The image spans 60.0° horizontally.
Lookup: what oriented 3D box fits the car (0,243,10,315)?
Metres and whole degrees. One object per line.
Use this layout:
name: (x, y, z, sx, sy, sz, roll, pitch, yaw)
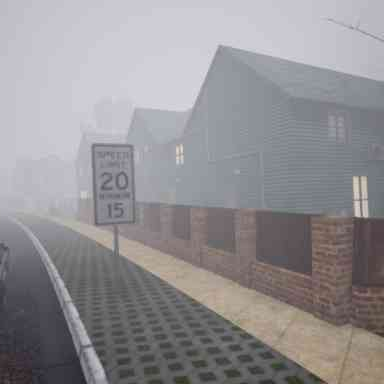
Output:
car: (-4.890, 1.630, 6.957, 1.895, 1.301, 4.718, -2, 1, -28)
